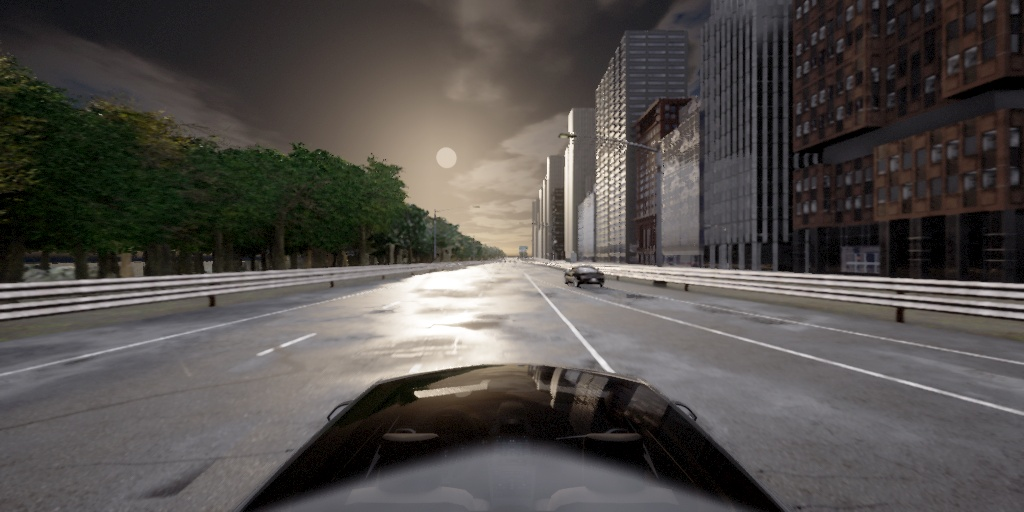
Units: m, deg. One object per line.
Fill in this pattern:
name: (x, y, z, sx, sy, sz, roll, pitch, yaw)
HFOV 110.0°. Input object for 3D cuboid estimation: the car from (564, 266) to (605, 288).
car: (5.147, 1.457, 26.163, 1.882, 1.535, 5.008, 0, 0, -6)
